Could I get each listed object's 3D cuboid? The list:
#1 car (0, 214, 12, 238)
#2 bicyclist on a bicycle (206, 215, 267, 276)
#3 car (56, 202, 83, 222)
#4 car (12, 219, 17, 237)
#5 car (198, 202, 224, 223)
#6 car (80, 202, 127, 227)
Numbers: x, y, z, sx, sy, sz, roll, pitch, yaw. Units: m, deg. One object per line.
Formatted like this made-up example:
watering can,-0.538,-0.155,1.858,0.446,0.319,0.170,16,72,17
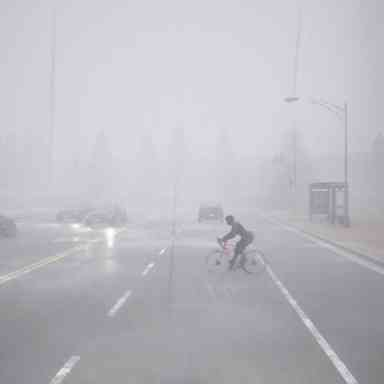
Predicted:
car,-6.740,1.504,7.954,1.837,1.490,4.892,0,0,3
bicyclist on a bicycle,1.179,1.451,8.942,1.656,1.620,0.582,0,0,3
car,-9.089,1.526,26.555,1.812,1.442,4.674,0,0,3
car,-9.839,1.564,14.950,1.994,1.385,4.181,0,0,3
car,1.492,1.478,25.943,1.882,1.535,5.008,0,0,3
car,-5.826,1.525,23.203,1.812,1.442,4.674,0,0,4
